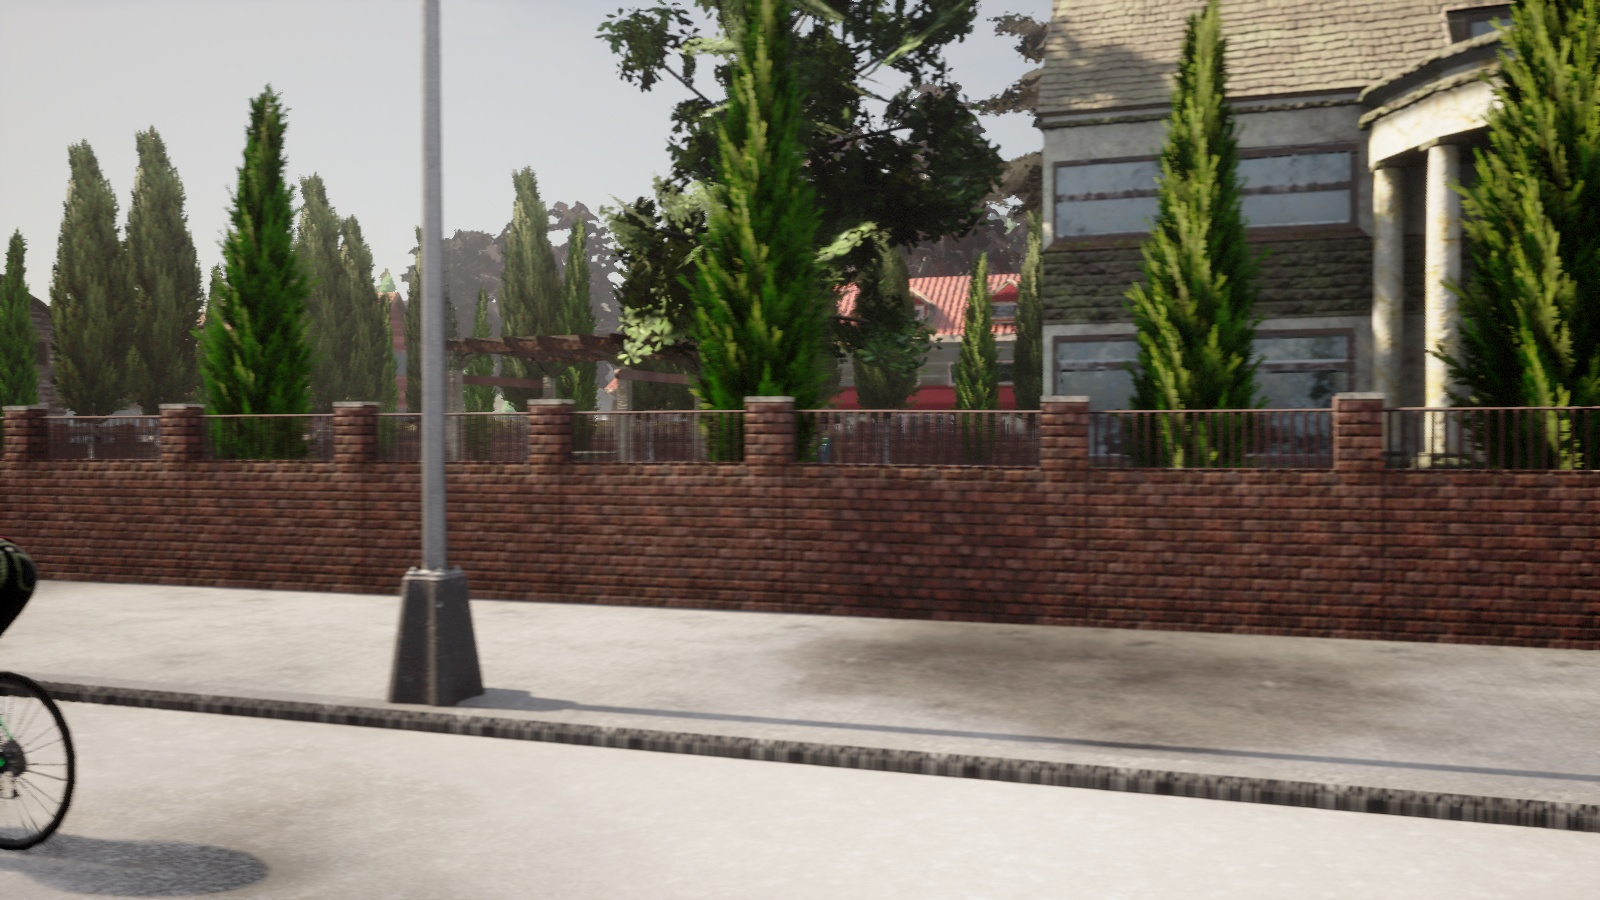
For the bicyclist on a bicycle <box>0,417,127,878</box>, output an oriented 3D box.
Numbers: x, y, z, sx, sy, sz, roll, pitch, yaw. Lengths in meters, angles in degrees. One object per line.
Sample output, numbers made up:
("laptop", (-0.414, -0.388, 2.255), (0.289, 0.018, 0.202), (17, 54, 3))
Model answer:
("bicyclist on a bicycle", (-3.515, 0.688, 4.894), (1.656, 1.620, 0.582), (0, 1, 19))
